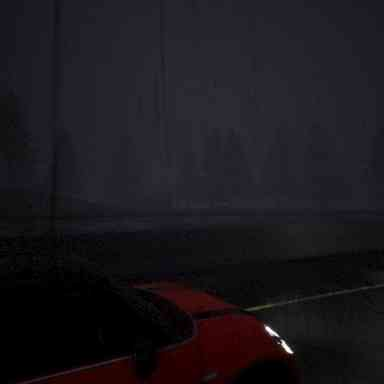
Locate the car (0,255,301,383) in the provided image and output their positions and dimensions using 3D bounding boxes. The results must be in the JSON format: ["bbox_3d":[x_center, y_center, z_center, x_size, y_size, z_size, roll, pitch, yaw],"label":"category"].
[{"bbox_3d":[-1.203,1.350,2.735,4.553,1.767,2.097,1,0,-33],"label":"car"}]
